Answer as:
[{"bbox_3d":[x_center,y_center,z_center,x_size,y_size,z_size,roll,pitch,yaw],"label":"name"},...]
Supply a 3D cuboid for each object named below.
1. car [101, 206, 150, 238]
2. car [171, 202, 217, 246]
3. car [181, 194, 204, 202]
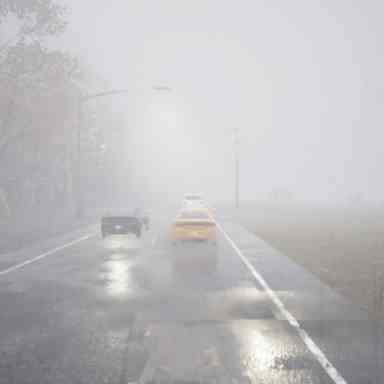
[{"bbox_3d":[-3.400,1.465,17.769,1.882,1.535,5.008,0,0,0],"label":"car"},{"bbox_3d":[0.096,1.466,15.341,1.882,1.535,5.008,0,0,0],"label":"car"},{"bbox_3d":[0.100,1.198,34.335,2.150,2.045,5.566,0,0,0],"label":"car"}]
